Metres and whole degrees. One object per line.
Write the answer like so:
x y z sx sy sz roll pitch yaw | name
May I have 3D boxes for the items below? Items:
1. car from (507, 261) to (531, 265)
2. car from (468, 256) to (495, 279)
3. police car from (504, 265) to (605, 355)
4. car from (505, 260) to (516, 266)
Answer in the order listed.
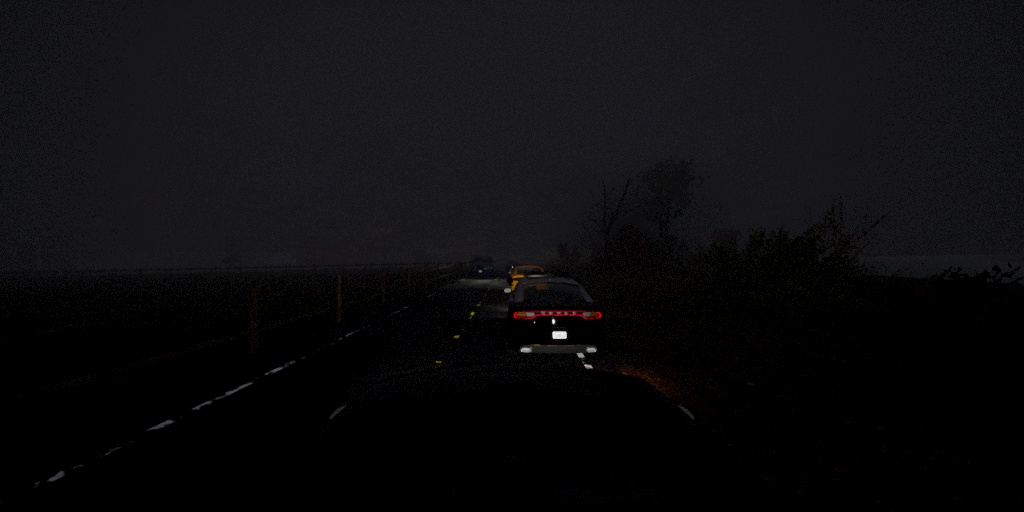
0.841 1.226 18.715 1.882 1.535 5.008 0 0 0 | car
-2.719 0.975 33.447 2.150 2.045 5.566 0 0 0 | car
0.832 1.174 8.825 1.930 1.638 5.238 0 0 0 | police car
0.086 1.331 46.614 1.994 1.385 4.181 0 0 0 | car
